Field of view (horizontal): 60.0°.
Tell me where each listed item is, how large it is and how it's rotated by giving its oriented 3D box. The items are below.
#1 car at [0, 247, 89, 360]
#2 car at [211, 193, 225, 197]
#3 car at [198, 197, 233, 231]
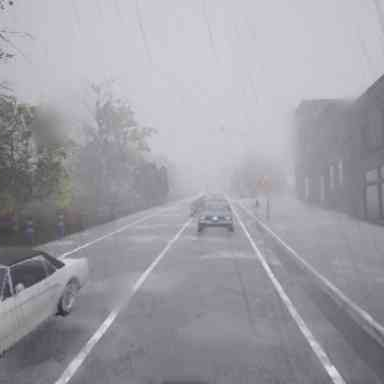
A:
[{"bbox_3d":[-3.149,1.571,4.645,1.895,1.301,4.718,0,1,3],"label":"car"},{"bbox_3d":[2.864,0.837,37.157,2.033,1.411,5.357,0,1,5],"label":"car"},{"bbox_3d":[1.305,1.243,18.326,2.033,1.411,5.357,0,1,5],"label":"car"}]
